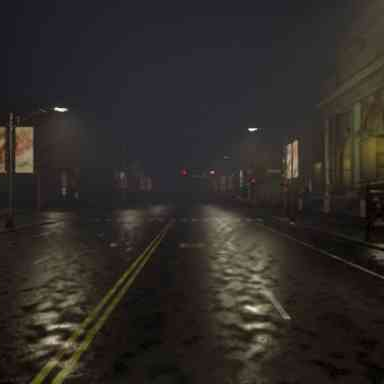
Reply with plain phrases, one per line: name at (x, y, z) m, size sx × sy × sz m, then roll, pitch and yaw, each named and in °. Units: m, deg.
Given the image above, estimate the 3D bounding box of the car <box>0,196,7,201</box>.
car at (-46.034, 2.192, 78.228) m, size 4.674 × 1.452 × 2.002 m, roll 0°, pitch -1°, yaw 0°

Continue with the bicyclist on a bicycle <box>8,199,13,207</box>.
bicyclist on a bicycle at (-34.232, 2.000, 62.708) m, size 0.582 × 1.620 × 1.656 m, roll 0°, pitch 0°, yaw 0°
